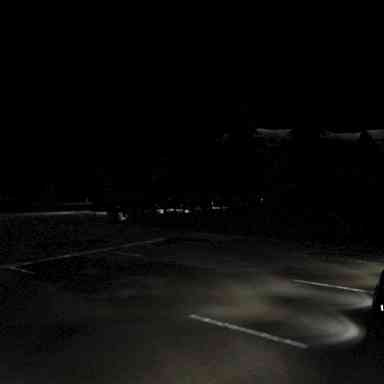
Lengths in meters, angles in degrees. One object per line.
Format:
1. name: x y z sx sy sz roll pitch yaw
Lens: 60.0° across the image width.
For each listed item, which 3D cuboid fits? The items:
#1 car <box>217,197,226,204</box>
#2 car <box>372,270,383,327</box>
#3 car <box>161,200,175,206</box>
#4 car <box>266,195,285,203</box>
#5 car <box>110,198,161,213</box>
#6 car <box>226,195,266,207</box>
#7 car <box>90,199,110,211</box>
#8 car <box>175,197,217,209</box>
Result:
1. car: 4.615 1.458 50.789 5.357 1.411 2.033 0 0 -37
2. car: 5.100 1.352 4.608 4.553 1.767 2.097 0 0 36
3. car: -2.785 1.425 44.691 4.674 1.442 1.812 0 0 -42
4. car: 12.727 1.279 55.858 4.553 1.767 2.097 0 0 -28
5. car: -6.080 1.414 36.510 1.837 1.490 4.892 0 0 43
6. car: 7.948 1.419 48.737 4.902 1.511 2.128 0 0 -35
7. car: -9.239 1.494 38.316 1.895 1.301 4.718 0 0 43
8. car: 0.567 1.421 43.002 4.892 1.490 1.837 0 0 -41
